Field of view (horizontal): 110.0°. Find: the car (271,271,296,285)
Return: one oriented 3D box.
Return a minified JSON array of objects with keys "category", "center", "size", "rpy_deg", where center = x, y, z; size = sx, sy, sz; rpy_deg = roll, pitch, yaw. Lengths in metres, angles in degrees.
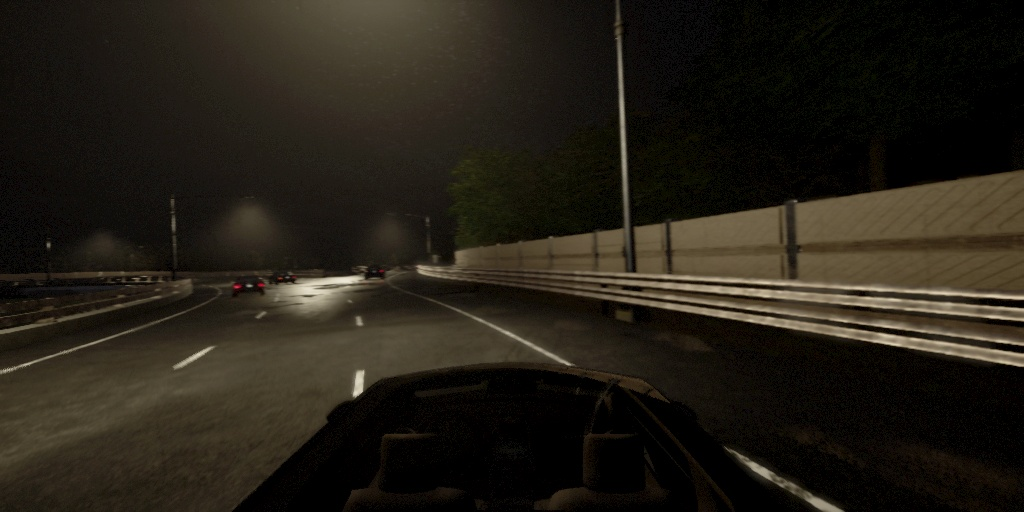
[{"category":"car","center":[-25.044,2.372,39.027],"size":[2.033,1.411,5.357],"rpy_deg":[-2,0,-43]}]

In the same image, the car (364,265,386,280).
[{"category":"car","center":[-15.937,1.800,41.893],"size":[2.097,1.767,4.553],"rpy_deg":[-2,0,-16]}]

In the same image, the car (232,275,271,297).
[{"category":"car","center":[-18.907,2.105,25.843],"size":[2.033,1.411,5.357],"rpy_deg":[-2,0,-36]}]
